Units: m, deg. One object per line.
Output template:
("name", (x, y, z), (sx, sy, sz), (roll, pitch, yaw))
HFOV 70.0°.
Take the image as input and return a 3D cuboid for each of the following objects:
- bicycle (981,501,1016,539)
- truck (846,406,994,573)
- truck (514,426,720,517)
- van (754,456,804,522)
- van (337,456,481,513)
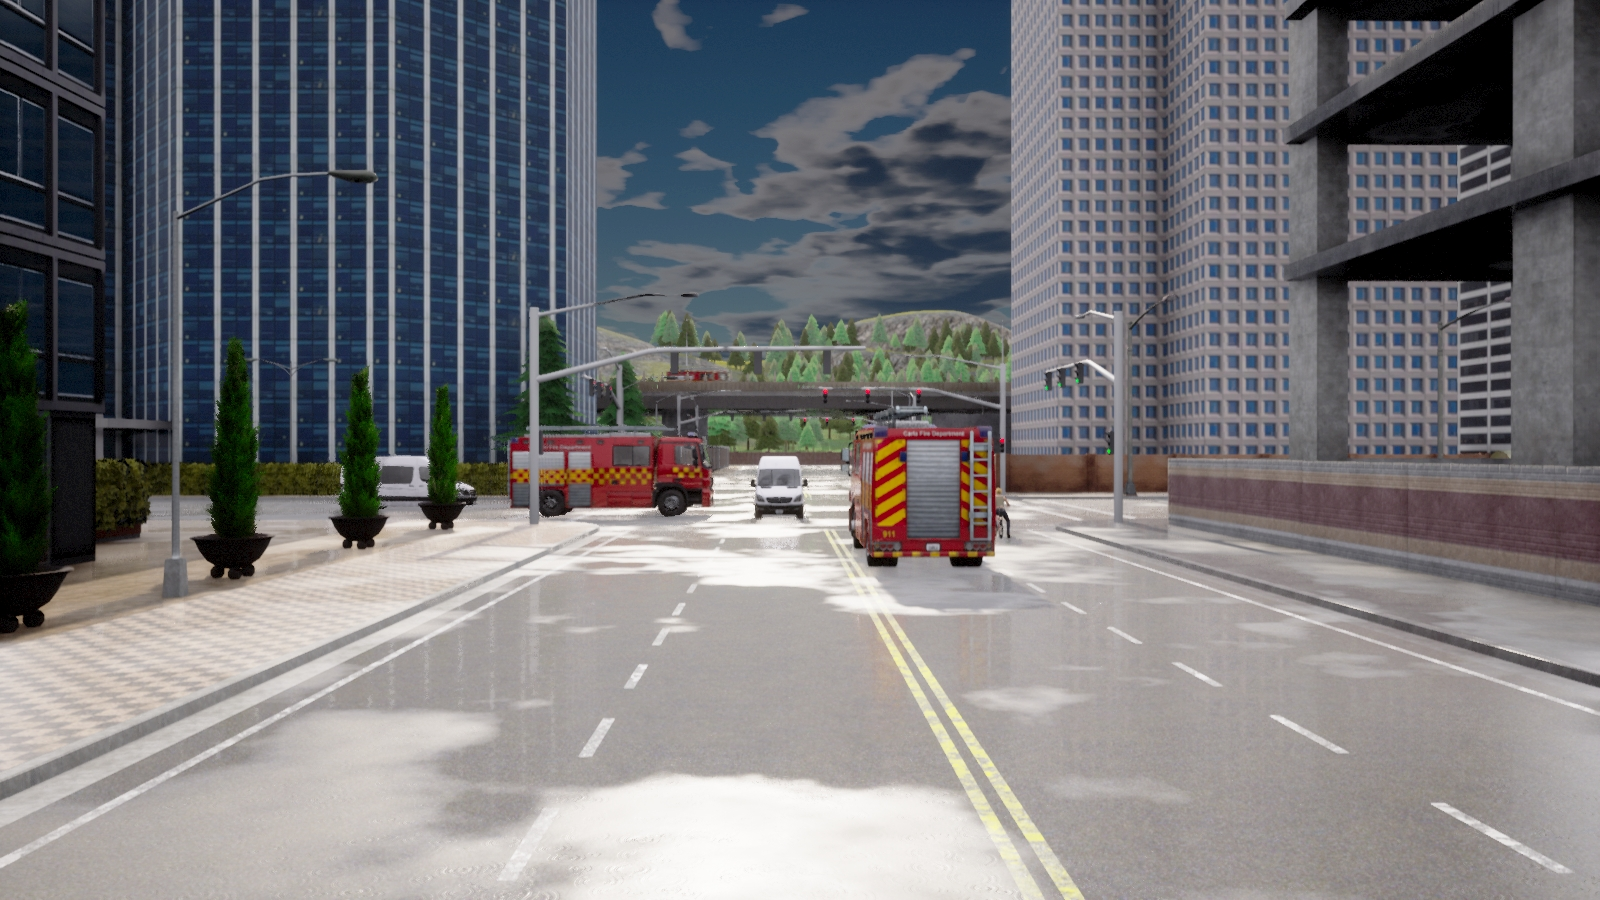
("bicycle", (6.346, 2.241, 36.588), (0.859, 1.126, 1.487), (0, 0, -1))
("truck", (2.932, 0.898, 30.480), (2.891, 3.827, 8.468), (0, 0, -1))
("truck", (-7.750, 0.901, 49.269), (8.468, 3.827, 2.891), (0, 0, -2))
("van", (-0.870, 1.545, 47.724), (1.988, 2.561, 5.915), (0, 0, -1))
("van", (-17.804, 1.546, 52.242), (5.915, 2.561, 1.988), (0, 0, -1))
